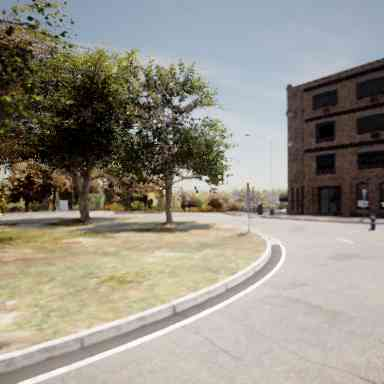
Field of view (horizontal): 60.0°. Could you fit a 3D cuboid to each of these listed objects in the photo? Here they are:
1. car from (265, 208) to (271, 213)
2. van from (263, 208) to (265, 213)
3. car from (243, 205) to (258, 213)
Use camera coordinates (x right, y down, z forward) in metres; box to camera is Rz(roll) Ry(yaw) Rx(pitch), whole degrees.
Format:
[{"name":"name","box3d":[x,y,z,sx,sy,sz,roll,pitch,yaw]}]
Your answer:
[{"name":"car","box3d":[17.723,4.828,82.955,2.002,1.452,4.674,-1,-4,18]},{"name":"van","box3d":[14.269,3.844,72.627,1.878,1.987,4.442,-1,-4,18]},{"name":"car","box3d":[10.773,3.380,62.090,2.002,1.452,4.674,1,-3,18]}]
